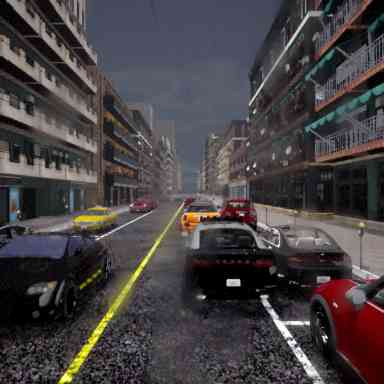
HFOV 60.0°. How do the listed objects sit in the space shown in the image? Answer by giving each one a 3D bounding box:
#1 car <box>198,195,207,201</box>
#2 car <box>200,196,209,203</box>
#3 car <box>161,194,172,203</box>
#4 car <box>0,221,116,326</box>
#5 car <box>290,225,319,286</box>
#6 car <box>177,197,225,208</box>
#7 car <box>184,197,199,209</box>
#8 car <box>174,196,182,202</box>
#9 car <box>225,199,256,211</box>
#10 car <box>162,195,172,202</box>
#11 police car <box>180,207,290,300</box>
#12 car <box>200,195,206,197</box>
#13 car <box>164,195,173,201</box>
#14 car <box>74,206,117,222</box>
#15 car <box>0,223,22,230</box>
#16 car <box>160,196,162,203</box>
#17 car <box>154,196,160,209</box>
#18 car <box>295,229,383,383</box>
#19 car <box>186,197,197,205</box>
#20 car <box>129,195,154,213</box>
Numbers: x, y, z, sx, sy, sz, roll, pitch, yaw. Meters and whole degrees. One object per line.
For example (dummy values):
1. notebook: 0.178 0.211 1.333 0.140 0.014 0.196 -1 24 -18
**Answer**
1. car: 2.553 1.522 82.230 1.887 1.381 4.507 0 0 0
2. car: 2.572 1.507 71.127 1.752 1.417 4.829 0 0 0
3. car: -5.807 1.297 70.947 2.192 1.841 5.009 0 0 0
4. car: -3.111 1.564 7.080 1.994 1.385 4.181 0 0 0
5. car: 2.678 1.551 8.957 2.008 1.369 4.403 0 0 0
6. car: 0.586 1.354 18.487 2.097 1.767 4.553 0 0 4
7. car: -0.061 1.470 45.689 1.882 1.535 5.008 0 0 0
8. car: -3.127 1.527 75.666 2.033 1.411 5.357 0 0 0
9. car: 2.660 1.313 20.230 2.192 1.841 5.009 0 0 0
10. car: -5.818 1.420 76.583 1.967 1.590 4.097 0 0 0
11. police car: 0.749 1.424 8.566 1.930 1.638 5.238 0 0 0
12. car: 0.815 1.351 24.426 2.097 1.767 4.553 0 0 0
13. car: -5.827 1.522 82.220 1.887 1.381 4.507 0 0 0
14. car: -5.722 1.524 20.049 1.752 1.417 4.829 0 0 0
15. car: -5.703 1.566 8.945 1.947 1.339 4.313 0 0 0
16. car: -5.770 1.573 48.402 1.802 1.307 4.206 0 0 0
17. car: -5.759 1.308 42.765 2.192 1.841 5.009 0 0 0
18. car: 2.688 1.440 3.321 1.967 1.590 4.097 0 0 0
19. car: -0.099 1.588 59.031 1.895 1.301 4.718 0 0 0
20. car: -5.751 1.435 37.129 1.967 1.590 4.097 0 0 0
